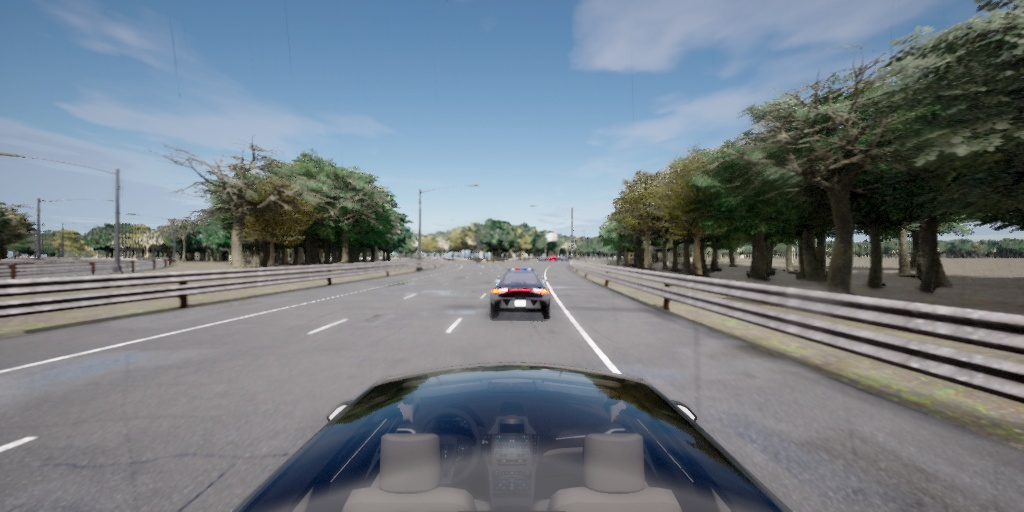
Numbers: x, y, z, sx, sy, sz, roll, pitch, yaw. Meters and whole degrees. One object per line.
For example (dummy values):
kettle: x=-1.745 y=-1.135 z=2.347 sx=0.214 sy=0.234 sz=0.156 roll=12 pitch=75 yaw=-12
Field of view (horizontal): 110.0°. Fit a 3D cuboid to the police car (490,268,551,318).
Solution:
police car: x=0.323 y=1.229 z=13.113 sx=2.038 sy=1.542 sz=4.974 roll=0 pitch=0 yaw=2
